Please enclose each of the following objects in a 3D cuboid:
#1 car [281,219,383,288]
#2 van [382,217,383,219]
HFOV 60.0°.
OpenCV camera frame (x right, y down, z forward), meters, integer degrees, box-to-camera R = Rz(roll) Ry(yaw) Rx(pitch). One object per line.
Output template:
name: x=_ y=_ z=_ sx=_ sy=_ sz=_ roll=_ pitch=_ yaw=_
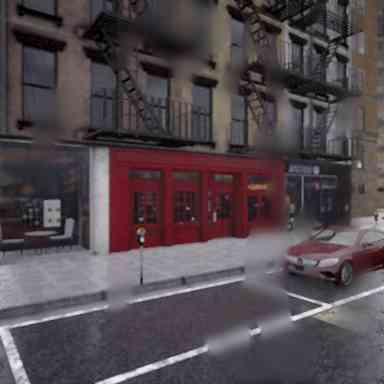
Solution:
car: x=4.299 y=1.590 z=9.239 sx=4.206 sy=1.307 sz=1.802 roll=0 pitch=0 yaw=-35
van: x=8.708 y=1.354 z=12.368 sx=3.998 sy=1.788 sz=1.690 roll=0 pitch=0 yaw=-35
